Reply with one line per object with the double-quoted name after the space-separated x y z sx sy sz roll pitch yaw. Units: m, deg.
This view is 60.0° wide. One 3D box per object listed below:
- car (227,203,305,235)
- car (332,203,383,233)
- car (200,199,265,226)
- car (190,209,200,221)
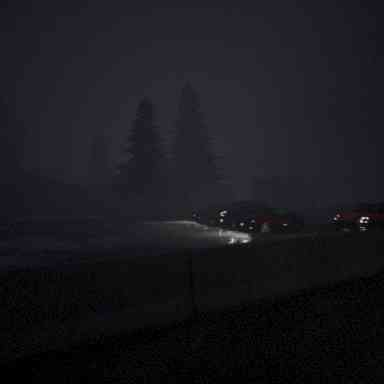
4.434 1.566 18.972 4.181 1.385 1.994 0 0 -30 "car"
9.754 1.371 17.911 4.553 1.767 2.097 0 0 -28 "car"
3.222 1.349 22.294 4.553 1.767 2.097 0 0 -29 "car"
1.922 1.556 25.581 4.181 1.385 1.994 0 0 -29 "car"
